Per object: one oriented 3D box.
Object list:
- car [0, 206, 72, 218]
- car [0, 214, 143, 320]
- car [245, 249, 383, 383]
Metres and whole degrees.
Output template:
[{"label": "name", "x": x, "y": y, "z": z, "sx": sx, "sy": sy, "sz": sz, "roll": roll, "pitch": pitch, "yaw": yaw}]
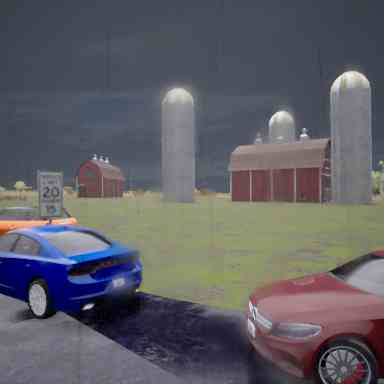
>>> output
[{"label": "car", "x": -6.912, "y": 1.366, "z": 13.552, "sx": 4.553, "sy": 1.767, "sz": 2.097, "roll": 0, "pitch": 0, "yaw": 19}, {"label": "car", "x": -3.334, "y": 1.480, "z": 7.420, "sx": 5.008, "sy": 1.535, "sz": 1.882, "roll": 0, "pitch": 0, "yaw": 35}, {"label": "car", "x": 3.090, "y": 1.557, "z": 4.616, "sx": 4.674, "sy": 1.442, "sz": 1.812, "roll": 1, "pitch": 0, "yaw": -7}]
